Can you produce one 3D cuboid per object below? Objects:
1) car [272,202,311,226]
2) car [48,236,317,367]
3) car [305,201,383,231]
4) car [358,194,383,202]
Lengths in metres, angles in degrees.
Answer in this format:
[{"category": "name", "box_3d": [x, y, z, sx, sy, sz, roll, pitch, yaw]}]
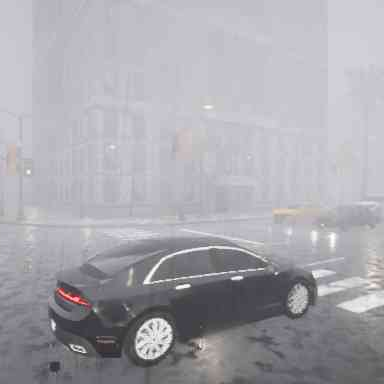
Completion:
[{"category": "car", "box_3d": [7.878, 1.475, 23.825, 5.008, 1.535, 1.882, 0, 0, -34]}, {"category": "car", "box_3d": [0.157, 1.538, 5.804, 4.892, 1.490, 1.837, 0, 0, -34]}, {"category": "car", "box_3d": [9.821, 1.545, 20.918, 5.357, 1.411, 2.033, 0, 0, -34]}, {"category": "car", "box_3d": [16.330, 1.217, 29.496, 5.566, 2.045, 2.150, 0, 0, -34]}]
